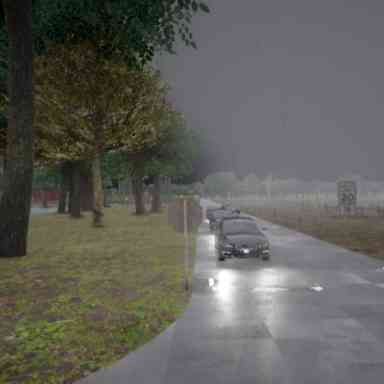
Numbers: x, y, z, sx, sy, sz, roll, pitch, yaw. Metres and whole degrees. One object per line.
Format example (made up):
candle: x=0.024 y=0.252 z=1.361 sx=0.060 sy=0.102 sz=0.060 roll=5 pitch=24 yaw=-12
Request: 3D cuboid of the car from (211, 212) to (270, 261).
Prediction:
car: x=1.912 y=1.814 z=13.737 sx=1.837 sy=1.490 sz=4.892 roll=-1 pitch=-1 yaw=2

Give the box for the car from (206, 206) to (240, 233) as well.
car: x=2.158 y=1.991 z=23.627 sx=1.837 sy=1.490 sz=4.892 roll=-1 pitch=-1 yaw=2

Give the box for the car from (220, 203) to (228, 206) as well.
car: x=2.507 y=2.270 z=37.114 sx=2.033 sy=1.411 sz=5.357 roll=-1 pitch=-1 yaw=2

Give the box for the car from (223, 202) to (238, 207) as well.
car: x=5.694 y=2.394 z=47.231 sx=1.994 sy=1.385 sz=4.181 roll=-1 pitch=-1 yaw=1

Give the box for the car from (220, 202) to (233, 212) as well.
car: x=5.933 y=2.499 z=57.077 sx=1.837 sy=1.490 sz=4.892 roll=-1 pitch=-1 yaw=1
